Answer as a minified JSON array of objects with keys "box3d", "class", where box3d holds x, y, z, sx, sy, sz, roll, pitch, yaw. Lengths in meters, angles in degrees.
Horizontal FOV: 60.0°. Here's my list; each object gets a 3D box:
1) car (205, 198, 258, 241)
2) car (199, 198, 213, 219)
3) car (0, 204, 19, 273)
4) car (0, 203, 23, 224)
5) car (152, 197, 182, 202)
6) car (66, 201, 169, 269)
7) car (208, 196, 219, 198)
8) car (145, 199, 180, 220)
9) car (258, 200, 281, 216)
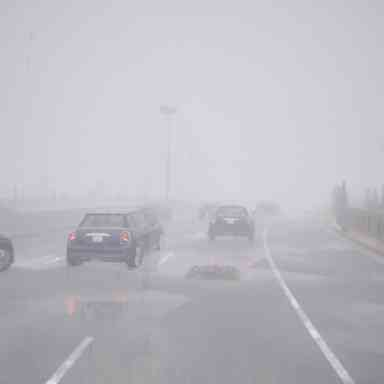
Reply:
[{"box3d":[2.170,1.376,17.059,2.097,1.767,4.553,0,0,12],"class":"car"},{"box3d":[2.025,1.562,29.109,1.837,1.490,4.892,0,0,19],"class":"car"},{"box3d":[-6.337,1.331,7.848,2.097,1.767,4.553,0,0,5],"class":"car"},{"box3d":[-14.419,1.551,23.699,1.994,1.385,4.181,0,0,15],"class":"car"},{"box3d":[-2.729,1.660,44.780,2.033,1.411,5.357,0,0,27],"class":"car"},{"box3d":[-2.381,1.351,11.471,2.097,1.767,4.553,0,0,7],"class":"car"},{"box3d":[3.804,1.605,63.477,2.097,1.767,4.553,0,0,30],"class":"car"},{"box3d":[-2.819,1.535,25.615,1.837,1.490,4.892,0,0,16],"class":"car"},{"box3d":[7.953,1.570,34.389,1.882,1.535,5.008,0,0,24],"class":"car"}]
